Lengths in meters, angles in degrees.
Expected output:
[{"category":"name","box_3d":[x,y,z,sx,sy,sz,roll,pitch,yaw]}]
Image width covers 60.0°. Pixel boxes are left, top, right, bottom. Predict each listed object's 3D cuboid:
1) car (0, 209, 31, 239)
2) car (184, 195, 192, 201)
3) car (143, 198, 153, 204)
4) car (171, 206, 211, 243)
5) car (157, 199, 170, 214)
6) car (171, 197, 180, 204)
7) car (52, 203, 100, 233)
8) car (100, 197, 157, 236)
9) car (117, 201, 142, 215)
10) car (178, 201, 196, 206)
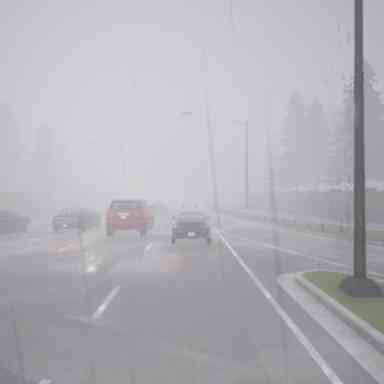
[{"category":"car","box_3d":[-10.569,1.650,17.979,1.882,1.535,5.008,0,0,-1]},{"category":"car","box_3d":[-0.958,2.291,86.275,1.837,1.490,4.892,0,-1,-1]},{"category":"car","box_3d":[-11.462,2.353,86.569,1.994,1.385,4.181,0,-1,-1]},{"category":"car","box_3d":[-0.058,1.682,16.890,1.812,1.442,4.674,0,0,-1]},{"category":"car","box_3d":[-3.823,1.896,40.087,1.812,1.442,4.674,0,0,-1]},{"category":"car","box_3d":[-4.462,2.349,86.650,1.994,1.385,4.181,0,-1,-1]},{"category":"car","box_3d":[-7.103,1.689,20.921,2.128,1.511,4.902,0,0,-1]},{"category":"car","box_3d":[-3.590,1.409,19.937,2.150,2.045,5.566,0,0,-1]},{"category":"car","box_3d":[-7.315,1.858,39.249,2.128,1.511,4.902,0,0,-1]},{"category":"car","box_3d":[-0.270,1.927,35.451,1.895,1.301,4.718,0,-1,-1]}]
